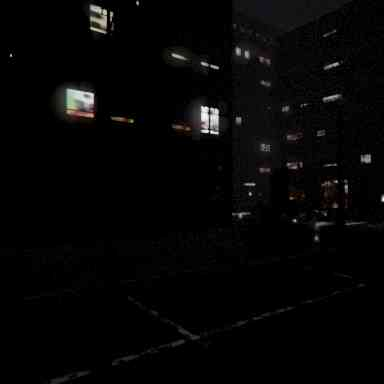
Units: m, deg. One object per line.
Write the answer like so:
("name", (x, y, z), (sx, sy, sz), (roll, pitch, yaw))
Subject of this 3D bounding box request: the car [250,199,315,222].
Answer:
("car", (6.184, 1.339, 24.141), (2.008, 1.369, 4.403), (1, 0, -36))

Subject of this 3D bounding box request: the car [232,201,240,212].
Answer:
("car", (2.705, 1.164, 33.307), (1.837, 1.490, 4.892), (0, 1, -36))

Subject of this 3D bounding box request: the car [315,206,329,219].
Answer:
("car", (8.201, 1.315, 25.785), (1.812, 1.442, 4.674), (0, 1, -37))

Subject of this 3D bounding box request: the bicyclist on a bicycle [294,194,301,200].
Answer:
("bicyclist on a bicycle", (11.435, 1.007, 36.160), (1.656, 1.620, 0.582), (0, 1, -36))
